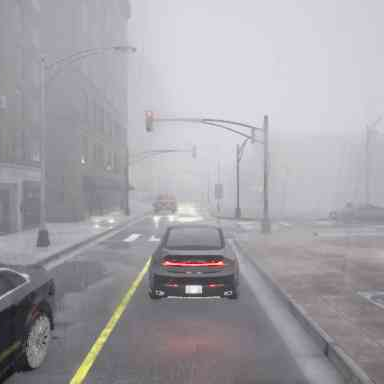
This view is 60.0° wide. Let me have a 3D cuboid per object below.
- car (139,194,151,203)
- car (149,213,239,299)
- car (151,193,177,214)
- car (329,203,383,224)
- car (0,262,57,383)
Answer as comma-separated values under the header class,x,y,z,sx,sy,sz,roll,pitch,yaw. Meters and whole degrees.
class,x,y,z,sx,sy,sz,roll,pitch,yaw
car,-8.388,1.294,70.081,5.566,2.045,2.150,0,0,9
car,0.060,1.505,8.409,1.837,1.490,4.892,0,0,1
car,-2.827,1.232,36.506,2.150,2.045,5.566,0,0,1
car,12.066,1.515,23.797,4.181,1.385,1.994,0,0,0
car,-2.844,1.491,2.844,2.128,1.511,4.902,0,0,0
